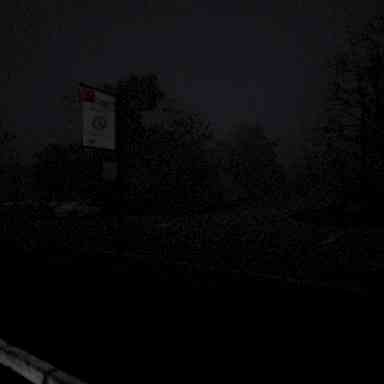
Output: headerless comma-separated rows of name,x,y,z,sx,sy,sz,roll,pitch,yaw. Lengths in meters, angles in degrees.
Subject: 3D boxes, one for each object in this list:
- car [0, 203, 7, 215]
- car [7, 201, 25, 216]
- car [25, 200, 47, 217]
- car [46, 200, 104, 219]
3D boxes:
car,-17.929,1.635,35.322,2.002,1.452,4.674,0,0,36
car,-15.264,1.583,33.416,2.231,1.521,4.892,0,0,36
car,-12.594,1.570,31.523,2.097,1.535,5.008,0,0,36
car,-10.036,1.598,29.687,2.002,1.452,4.674,0,0,36
